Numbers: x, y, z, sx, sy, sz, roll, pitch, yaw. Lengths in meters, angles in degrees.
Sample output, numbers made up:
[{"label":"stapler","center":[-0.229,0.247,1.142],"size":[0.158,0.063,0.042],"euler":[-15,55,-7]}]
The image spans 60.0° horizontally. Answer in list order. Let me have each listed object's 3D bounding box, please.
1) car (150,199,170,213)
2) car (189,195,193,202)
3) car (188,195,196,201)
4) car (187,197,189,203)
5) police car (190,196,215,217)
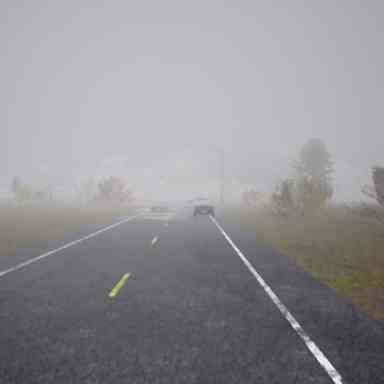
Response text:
[{"label":"car","center":[-3.591,1.528,38.006],"size":[1.812,1.442,4.674],"euler":[0,0,0]},{"label":"car","center":[1.046,1.343,46.842],"size":[2.097,1.767,4.553],"euler":[0,0,0]},{"label":"car","center":[-0.013,1.353,81.263],"size":[2.033,1.411,5.357],"euler":[0,0,0]},{"label":"car","center":[-0.005,1.568,65.260],"size":[1.895,1.301,4.718],"euler":[0,0,0]},{"label":"police car","center":[1.047,1.432,30.979],"size":[1.930,1.638,5.238],"euler":[0,0,0]}]
